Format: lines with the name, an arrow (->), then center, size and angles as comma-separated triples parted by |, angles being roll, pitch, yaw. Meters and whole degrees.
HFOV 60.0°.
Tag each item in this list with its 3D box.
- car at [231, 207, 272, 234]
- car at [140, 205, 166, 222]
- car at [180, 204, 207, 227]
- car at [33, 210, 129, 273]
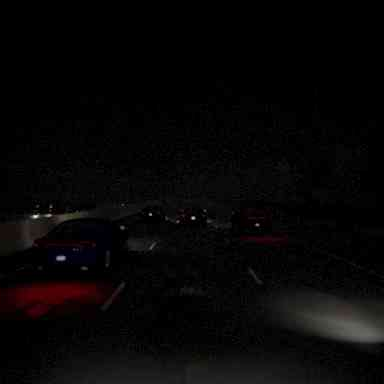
car -> 3.599, 1.689, 20.787 | 1.882, 1.535, 5.008 | 0, -1, 0
car -> -3.403, 1.862, 29.393 | 1.994, 1.385, 4.181 | 0, -1, 0
car -> 0.097, 1.819, 25.175 | 1.994, 1.385, 4.181 | 0, -1, 0
car -> -3.401, 1.591, 11.109 | 1.882, 1.535, 5.008 | 0, -1, 0
